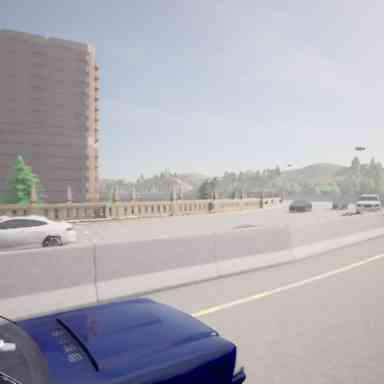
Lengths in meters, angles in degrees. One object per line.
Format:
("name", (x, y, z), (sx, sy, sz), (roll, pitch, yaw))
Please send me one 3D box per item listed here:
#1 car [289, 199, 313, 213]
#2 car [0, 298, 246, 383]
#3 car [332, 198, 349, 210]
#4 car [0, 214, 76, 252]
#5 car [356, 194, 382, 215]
("car", (12.676, 1.578, 38.633), (1.882, 1.535, 5.008), (0, 0, 31))
("car", (-1.827, 1.614, 2.559), (4.718, 1.301, 1.895), (0, 0, -36))
("car", (19.857, 1.595, 44.363), (2.128, 1.511, 4.902), (0, 0, 27))
("car", (-6.722, 1.579, 12.263), (4.674, 1.442, 1.812), (0, 0, -37))
("car", (18.620, 1.295, 34.915), (2.150, 2.045, 5.566), (0, 0, 31))
